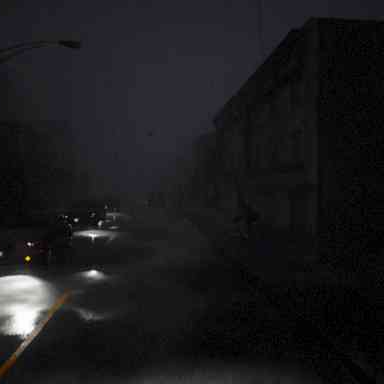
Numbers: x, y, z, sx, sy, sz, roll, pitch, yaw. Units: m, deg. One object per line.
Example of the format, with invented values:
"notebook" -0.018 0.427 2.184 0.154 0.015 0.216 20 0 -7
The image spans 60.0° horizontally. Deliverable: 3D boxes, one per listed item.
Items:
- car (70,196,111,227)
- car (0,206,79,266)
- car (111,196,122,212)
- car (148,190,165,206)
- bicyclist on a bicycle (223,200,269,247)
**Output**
"car" -6.163 1.141 19.337 1.837 1.490 4.892 0 1 -6
"car" -5.167 1.371 10.495 1.994 1.385 4.181 0 1 -6
"car" -7.252 1.009 29.177 1.994 1.385 4.181 0 1 -6
"car" -4.130 0.808 38.799 1.994 1.385 4.181 0 1 -6
"bicyclist on a bicycle" 1.886 1.110 11.554 1.656 1.620 0.582 -1 1 -6
